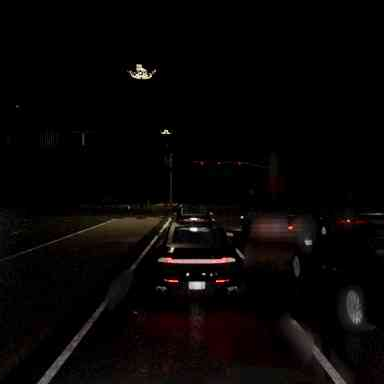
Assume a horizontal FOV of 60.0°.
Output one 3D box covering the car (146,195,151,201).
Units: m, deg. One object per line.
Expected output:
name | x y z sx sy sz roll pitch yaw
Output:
car | -11.584 1.524 83.938 1.812 1.442 4.674 0 0 0

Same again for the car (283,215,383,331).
car | 3.593 1.478 6.890 1.882 1.535 5.008 0 0 0

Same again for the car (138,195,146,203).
car | -11.571 1.500 70.549 1.837 1.490 4.892 0 0 0

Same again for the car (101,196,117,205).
car | -15.116 1.477 60.706 1.882 1.535 5.008 0 0 0

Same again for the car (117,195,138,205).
car | -11.656 1.564 60.224 1.994 1.385 4.181 0 0 1

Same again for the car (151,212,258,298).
car | 0.091 1.491 8.495 2.128 1.511 4.902 0 0 0

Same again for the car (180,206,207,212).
car | 0.084 1.505 17.916 1.837 1.490 4.892 0 0 0

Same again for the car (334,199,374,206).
car | 21.140 1.601 43.746 4.718 1.301 1.895 0 0 1

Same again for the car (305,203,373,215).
car | 7.084 1.505 16.975 1.837 1.490 4.892 0 0 0

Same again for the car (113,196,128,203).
car | -15.071 1.540 70.792 2.033 1.411 5.357 0 0 0

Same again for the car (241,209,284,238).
car | 3.586 1.547 16.510 2.033 1.411 5.357 0 0 0

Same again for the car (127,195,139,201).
car | -15.084 1.525 84.931 2.128 1.511 4.902 0 0 0
